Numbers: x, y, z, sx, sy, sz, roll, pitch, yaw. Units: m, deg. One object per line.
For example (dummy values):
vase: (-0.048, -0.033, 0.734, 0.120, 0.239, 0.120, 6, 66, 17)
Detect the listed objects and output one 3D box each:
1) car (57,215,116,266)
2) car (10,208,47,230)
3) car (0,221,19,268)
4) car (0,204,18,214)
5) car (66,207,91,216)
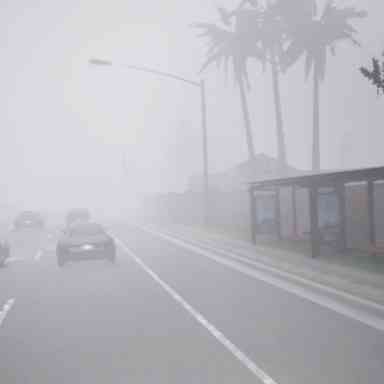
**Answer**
car: (-4.152, 1.844, 12.999, 1.994, 1.385, 4.181, -1, 0, -19)
car: (-12.498, 2.158, 25.888, 1.994, 1.385, 4.181, -1, 0, -19)
car: (-6.662, 1.867, 9.560, 2.033, 1.411, 5.357, -1, -1, -19)
car: (-29.146, 2.686, 53.014, 1.837, 1.490, 4.892, -2, 0, -12)
car: (-9.528, 2.000, 27.987, 1.882, 1.535, 5.008, -1, 0, -19)
